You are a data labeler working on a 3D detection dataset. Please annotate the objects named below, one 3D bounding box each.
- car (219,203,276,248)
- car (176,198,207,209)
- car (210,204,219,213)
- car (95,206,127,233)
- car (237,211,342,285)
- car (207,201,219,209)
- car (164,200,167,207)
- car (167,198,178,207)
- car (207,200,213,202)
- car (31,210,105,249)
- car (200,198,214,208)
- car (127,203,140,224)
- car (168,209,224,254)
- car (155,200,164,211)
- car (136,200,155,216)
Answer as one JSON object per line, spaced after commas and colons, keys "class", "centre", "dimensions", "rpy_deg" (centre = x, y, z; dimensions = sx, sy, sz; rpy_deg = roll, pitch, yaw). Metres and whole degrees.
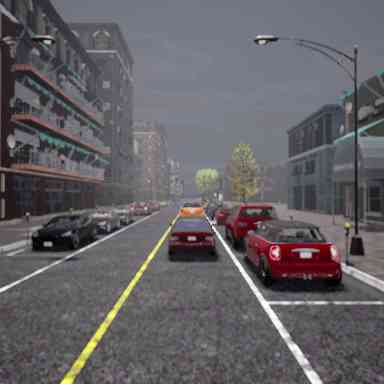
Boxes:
{"class": "car", "centre": [2.689, 1.460, 15.345], "dimensions": [2.192, 1.841, 5.009], "rpy_deg": [0, -1, 0]}
{"class": "car", "centre": [-0.004, 1.632, 29.082], "dimensions": [2.097, 1.767, 4.553], "rpy_deg": [0, -1, 0]}
{"class": "car", "centre": [2.686, 1.836, 26.418], "dimensions": [1.802, 1.307, 4.206], "rpy_deg": [0, -1, 0]}
{"class": "car", "centre": [-5.693, 1.749, 20.879], "dimensions": [2.008, 1.369, 4.403], "rpy_deg": [0, -1, 0]}
{"class": "car", "centre": [2.690, 1.533, 9.803], "dimensions": [1.967, 1.590, 4.097], "rpy_deg": [0, -1, 0]}
{"class": "car", "centre": [2.685, 1.877, 31.957], "dimensions": [1.947, 1.339, 4.313], "rpy_deg": [0, -1, 0]}
{"class": "car", "centre": [-5.701, 2.192, 65.021], "dimensions": [1.752, 1.417, 4.829], "rpy_deg": [0, -1, 0]}
{"class": "car", "centre": [-3.048, 2.003, 63.574], "dimensions": [2.097, 1.767, 4.553], "rpy_deg": [0, -1, 1]}
{"class": "car", "centre": [2.684, 1.921, 37.495], "dimensions": [2.008, 1.369, 4.403], "rpy_deg": [0, -1, 0]}
{"class": "car", "centre": [-5.692, 1.711, 15.341], "dimensions": [1.947, 1.339, 4.313], "rpy_deg": [0, -1, 0]}
{"class": "car", "centre": [2.681, 1.924, 59.655], "dimensions": [2.192, 1.841, 5.009], "rpy_deg": [0, -1, 0]}
{"class": "car", "centre": [-5.694, 1.805, 26.417], "dimensions": [2.008, 1.369, 4.403], "rpy_deg": [0, -1, 0]}
{"class": "car", "centre": [-0.001, 1.680, 13.994], "dimensions": [2.033, 1.411, 5.357], "rpy_deg": [0, -1, 0]}
{"class": "car", "centre": [-5.698, 1.930, 48.574], "dimensions": [1.967, 1.590, 4.097], "rpy_deg": [0, -1, 0]}
{"class": "car", "centre": [-5.697, 1.811, 37.495], "dimensions": [1.967, 1.590, 4.097], "rpy_deg": [0, -1, 0]}
